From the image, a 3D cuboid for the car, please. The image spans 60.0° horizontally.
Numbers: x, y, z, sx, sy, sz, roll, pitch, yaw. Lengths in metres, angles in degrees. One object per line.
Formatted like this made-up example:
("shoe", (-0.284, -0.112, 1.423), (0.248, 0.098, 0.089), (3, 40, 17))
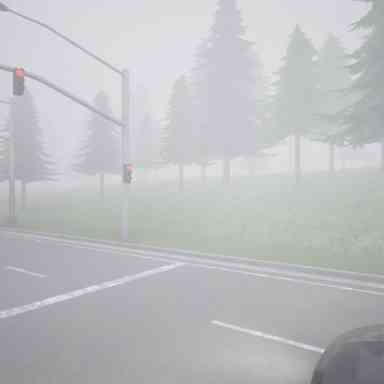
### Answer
("car", (3.161, 1.505, 1.732), (4.892, 1.490, 1.837), (0, 0, 35))
